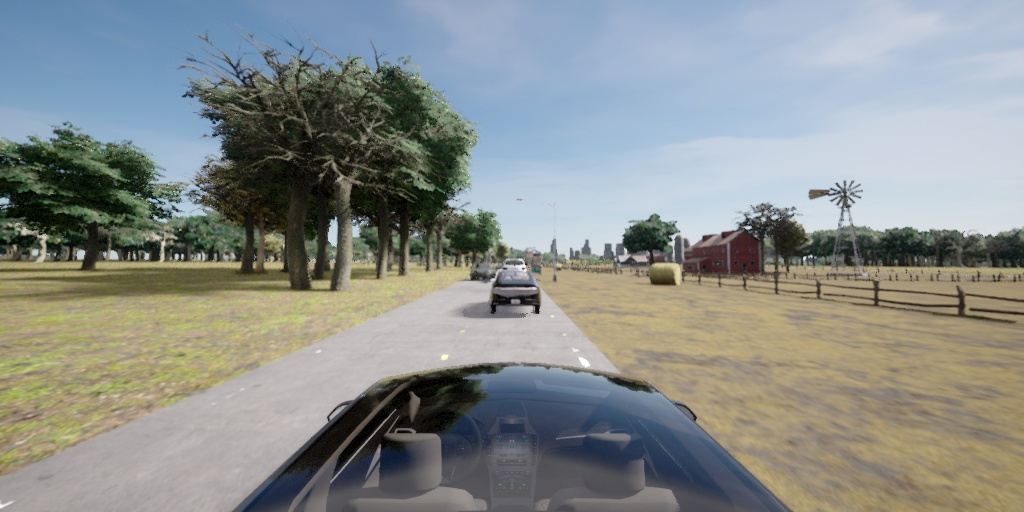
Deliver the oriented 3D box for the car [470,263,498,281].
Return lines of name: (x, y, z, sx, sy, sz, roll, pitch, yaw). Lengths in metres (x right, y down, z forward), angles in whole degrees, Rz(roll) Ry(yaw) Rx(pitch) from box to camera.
car: (-2.737, 1.447, 34.036, 2.097, 1.767, 4.553, 0, -1, 0)

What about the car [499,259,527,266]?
car: (0.205, 1.305, 33.313, 2.150, 2.045, 5.566, 0, -1, 0)

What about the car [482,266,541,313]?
car: (0.131, 1.346, 14.563, 2.128, 1.511, 4.902, 0, 0, 0)

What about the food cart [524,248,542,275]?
food cart: (3.288, 0.844, 49.310, 2.280, 3.560, 4.660, 0, 0, 0)
